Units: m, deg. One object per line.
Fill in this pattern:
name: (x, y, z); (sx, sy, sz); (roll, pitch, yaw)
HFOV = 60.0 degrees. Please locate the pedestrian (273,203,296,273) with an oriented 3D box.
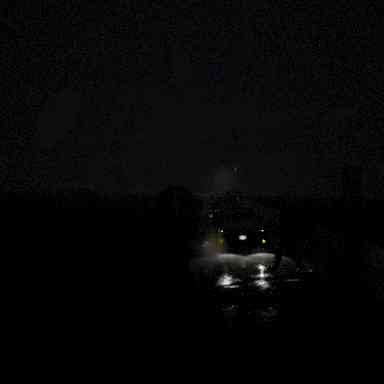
pedestrian: (2.398, 1.147, 8.605); (0.375, 1.860, 0.375); (0, -1, 3)

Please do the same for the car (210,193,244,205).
car: (2.240, 1.072, 22.164); (2.128, 1.511, 4.902); (-2, 1, 3)

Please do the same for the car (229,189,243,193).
car: (6.346, 0.480, 47.519); (1.837, 1.490, 4.892); (-2, 1, 3)

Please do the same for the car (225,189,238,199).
car: (6.807, 0.299, 57.675); (1.837, 1.490, 4.892); (-2, 1, 3)

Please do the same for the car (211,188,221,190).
car: (3.519, 0.177, 48.287); (1.882, 1.535, 5.008); (-2, 1, 3)

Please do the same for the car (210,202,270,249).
car: (1.849, 1.337, 13.357); (1.994, 1.385, 4.181); (-2, 1, 3)

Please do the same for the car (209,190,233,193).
car: (2.751, 0.873, 33.074); (1.812, 1.442, 4.674); (-2, 1, 3)
